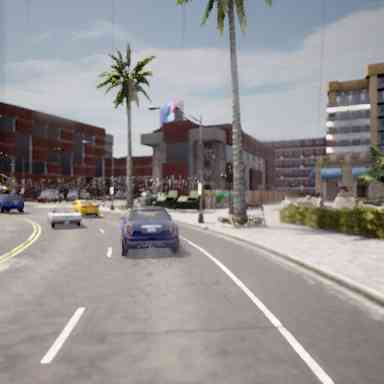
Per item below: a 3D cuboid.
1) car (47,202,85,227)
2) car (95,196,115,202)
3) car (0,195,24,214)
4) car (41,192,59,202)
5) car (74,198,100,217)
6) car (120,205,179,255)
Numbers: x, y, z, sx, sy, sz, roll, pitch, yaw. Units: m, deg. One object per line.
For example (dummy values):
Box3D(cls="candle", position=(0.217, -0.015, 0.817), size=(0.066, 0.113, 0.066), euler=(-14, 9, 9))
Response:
Box3D(cls="car", position=(-8.963, 1.645, 23.112), size=(1.895, 1.301, 4.718), euler=(0, 0, -27))
Box3D(cls="car", position=(-21.715, 1.727, 83.335), size=(4.718, 1.301, 1.895), euler=(0, 0, 25))
Box3D(cls="car", position=(-20.903, 1.298, 37.304), size=(5.566, 2.045, 2.150), euler=(0, 0, 40))
Box3D(cls="car", position=(-29.360, 1.386, 66.928), size=(4.553, 1.767, 2.185), euler=(0, 0, 25))
Box3D(cls="car", position=(-10.570, 1.538, 31.822), size=(1.882, 1.535, 5.008), euler=(0, 0, -37))
Box3D(cls="car", position=(-1.890, 1.375, 13.817), size=(2.097, 1.767, 4.553), euler=(0, 0, -12))
